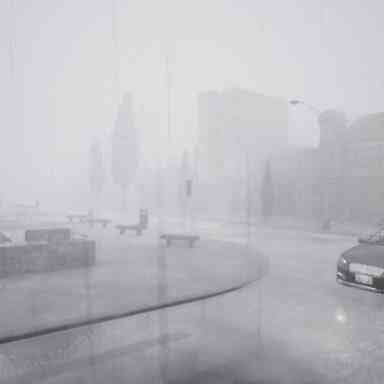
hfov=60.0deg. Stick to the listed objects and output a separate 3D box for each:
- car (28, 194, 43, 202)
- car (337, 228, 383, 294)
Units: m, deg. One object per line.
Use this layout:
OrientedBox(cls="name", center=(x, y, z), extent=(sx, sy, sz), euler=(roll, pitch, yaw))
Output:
OrientedBox(cls="car", center=(-38.210, 1.826, 81.739), extent=(1.895, 1.301, 4.718), euler=(1, -1, -35))
OrientedBox(cls="car", center=(5.665, 1.630, 8.528), extent=(4.902, 1.511, 2.128), euler=(1, -1, -36))
